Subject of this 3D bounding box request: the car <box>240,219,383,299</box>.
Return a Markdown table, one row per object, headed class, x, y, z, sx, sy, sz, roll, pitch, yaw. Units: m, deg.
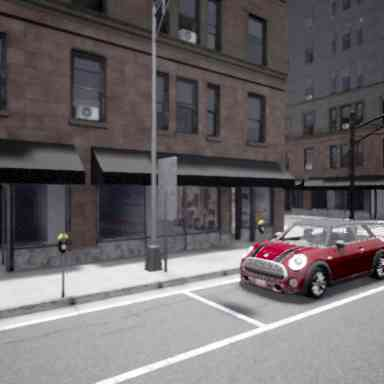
| class | x | y | z | sx | sy | sz | roll | pitch | yaw |
| --- | --- | --- | --- | --- | --- | --- | --- | --- | --- |
| car | 3.127 | 1.457 | 8.418 | 4.097 | 1.590 | 1.967 | 0 | 0 | -36 |
